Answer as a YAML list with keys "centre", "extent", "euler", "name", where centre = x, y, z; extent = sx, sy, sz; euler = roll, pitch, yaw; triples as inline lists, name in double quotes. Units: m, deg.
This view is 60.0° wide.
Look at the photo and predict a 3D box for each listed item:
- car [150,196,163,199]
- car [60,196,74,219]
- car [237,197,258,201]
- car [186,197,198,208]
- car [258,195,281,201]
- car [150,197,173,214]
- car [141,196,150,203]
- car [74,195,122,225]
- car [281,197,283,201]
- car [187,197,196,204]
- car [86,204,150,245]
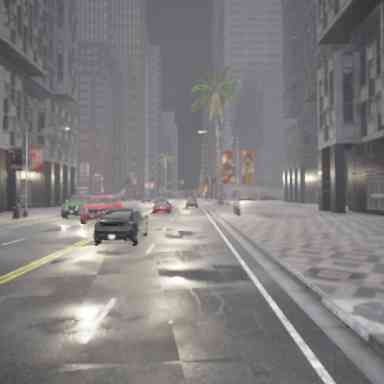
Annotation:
- centre: [-6.634, 1.562, 66.600]
  extent: [2.097, 1.767, 4.553]
  euler: [0, 0, 0]
  name: "car"
- centre: [-9.900, 1.279, 30.073]
  extent: [2.150, 2.045, 5.566]
  euler: [0, 0, 0]
  name: "car"
- centre: [15.140, 1.907, 90.835]
  extent: [4.206, 1.307, 1.802]
  euler: [0, -1, -1]
  name: "car"
- centre: [0.002, 1.664, 51.749]
  extent: [2.033, 1.411, 5.357]
  euler: [0, 0, 0]
  name: "car"
- centre: [20.777, 1.609, 90.938]
  extent: [5.009, 1.841, 2.192]
  euler: [0, -1, -1]
  name: "car"
- centre: [-3.221, 1.629, 37.136]
  extent: [1.994, 1.385, 4.181]
  euler: [0, 0, 0]
  name: "car"
- centre: [-9.890, 1.681, 72.371]
  extent: [1.837, 1.490, 4.892]
  euler: [0, 0, 0]
  name: "car"
- centre: [-6.645, 1.261, 24.931]
  extent: [2.150, 2.045, 5.566]
  euler: [0, 0, 0]
  name: "car"
- centre: [26.415, 1.831, 91.033]
  extent: [4.313, 1.339, 1.947]
  euler: [0, -1, -1]
  name: "car"
- centre: [-0.138, 1.755, 71.813]
  extent: [1.837, 1.490, 4.892]
  euler: [0, -1, 0]
  name: "car"
- centre: [-3.178, 1.521, 15.562]
  extent: [1.837, 1.490, 4.892]
  euler: [0, 0, 0]
  name: "car"
